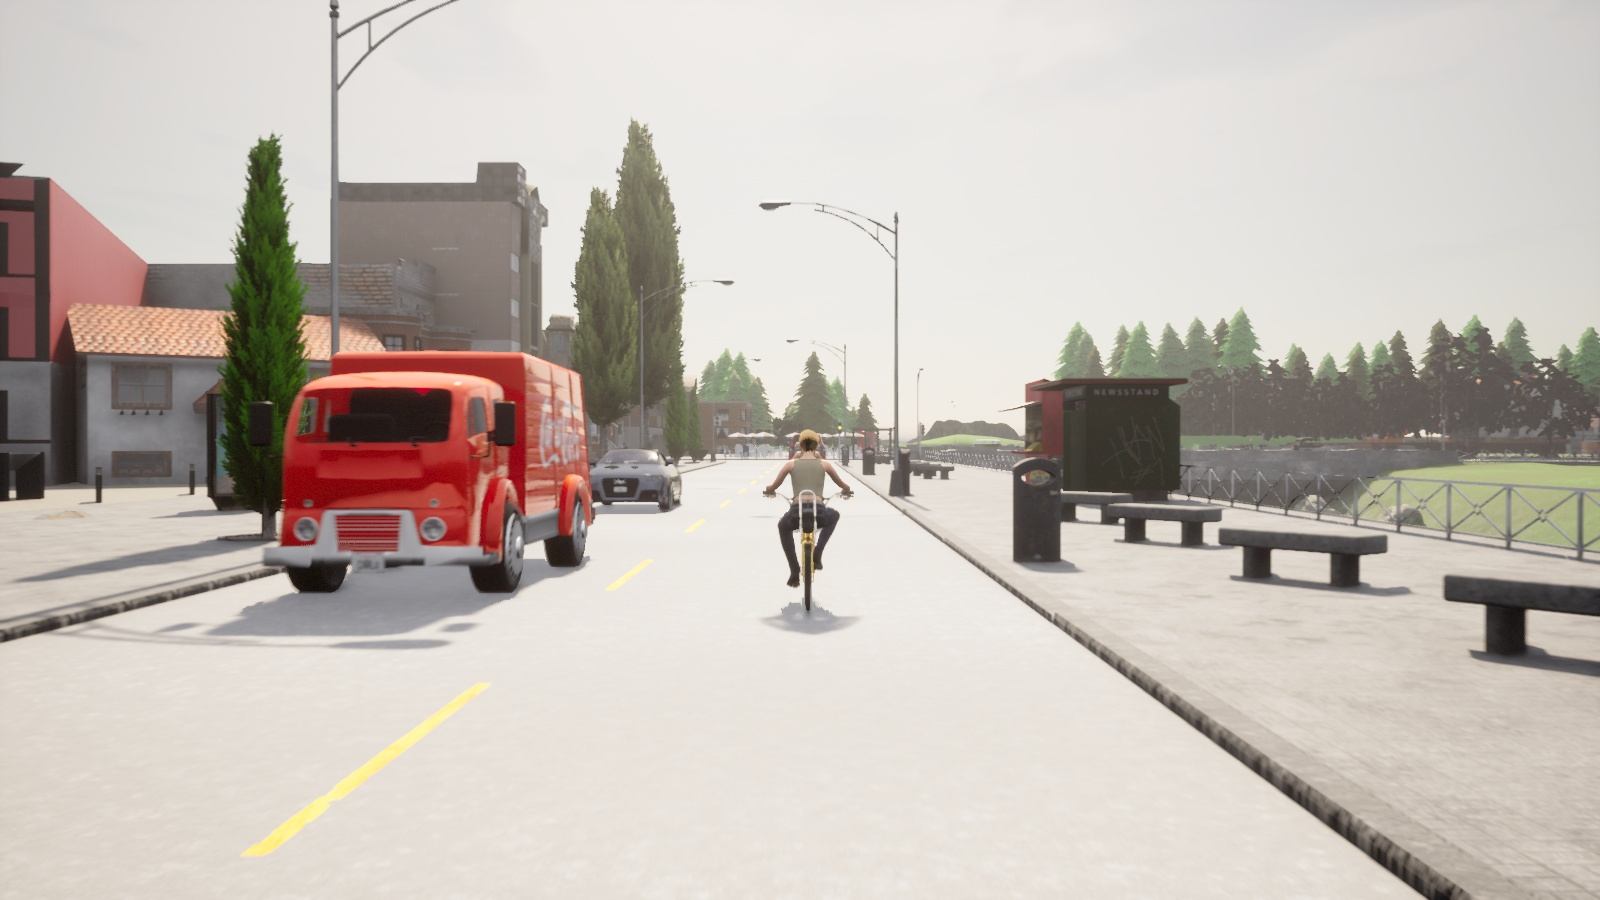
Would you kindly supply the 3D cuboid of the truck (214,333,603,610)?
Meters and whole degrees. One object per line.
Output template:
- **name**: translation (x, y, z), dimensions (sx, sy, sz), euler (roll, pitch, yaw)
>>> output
- **truck**: translation (-3.907, 0.179, 13.814), dimensions (2.627, 2.467, 5.204), euler (0, 0, 0)

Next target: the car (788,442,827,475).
- **car**: translation (0.348, 0.387, 60.062), dimensions (1.789, 1.549, 3.705), euler (0, 0, 0)

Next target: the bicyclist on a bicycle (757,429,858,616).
- **bicyclist on a bicycle**: translation (0.075, 0.618, 11.571), dimensions (0.866, 1.612, 1.509), euler (0, 0, 1)

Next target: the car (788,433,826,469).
- **car**: translation (0.426, 0.048, 74.186), dimensions (2.150, 2.045, 5.566), euler (0, 0, 0)

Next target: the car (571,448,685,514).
- **car**: translation (-3.826, 0.646, 28.643), dimensions (1.994, 1.385, 4.181), euler (0, 0, 0)
